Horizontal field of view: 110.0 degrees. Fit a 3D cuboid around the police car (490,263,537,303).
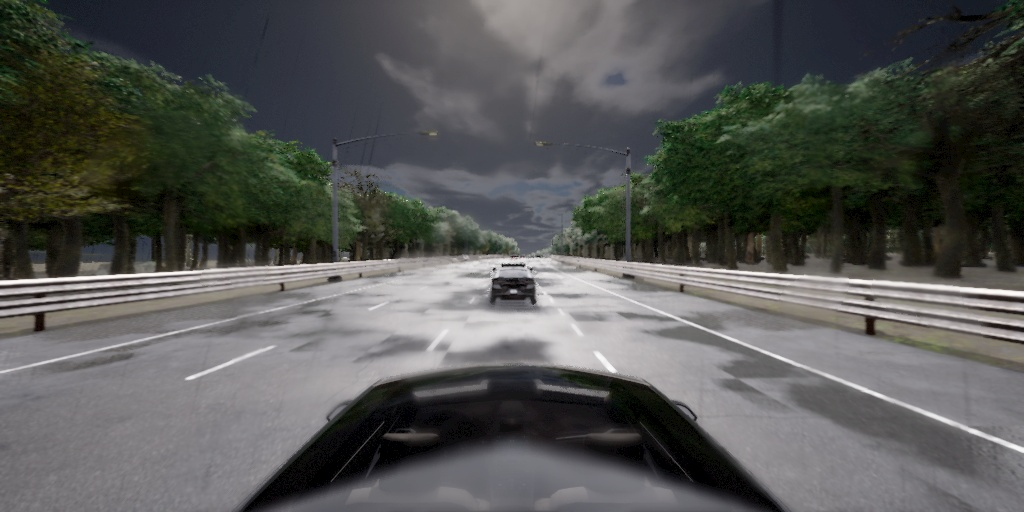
[{"bbox_3d":[0.048,1.161,16.457,1.930,1.638,5.238,0,0,0],"label":"police car"}]
